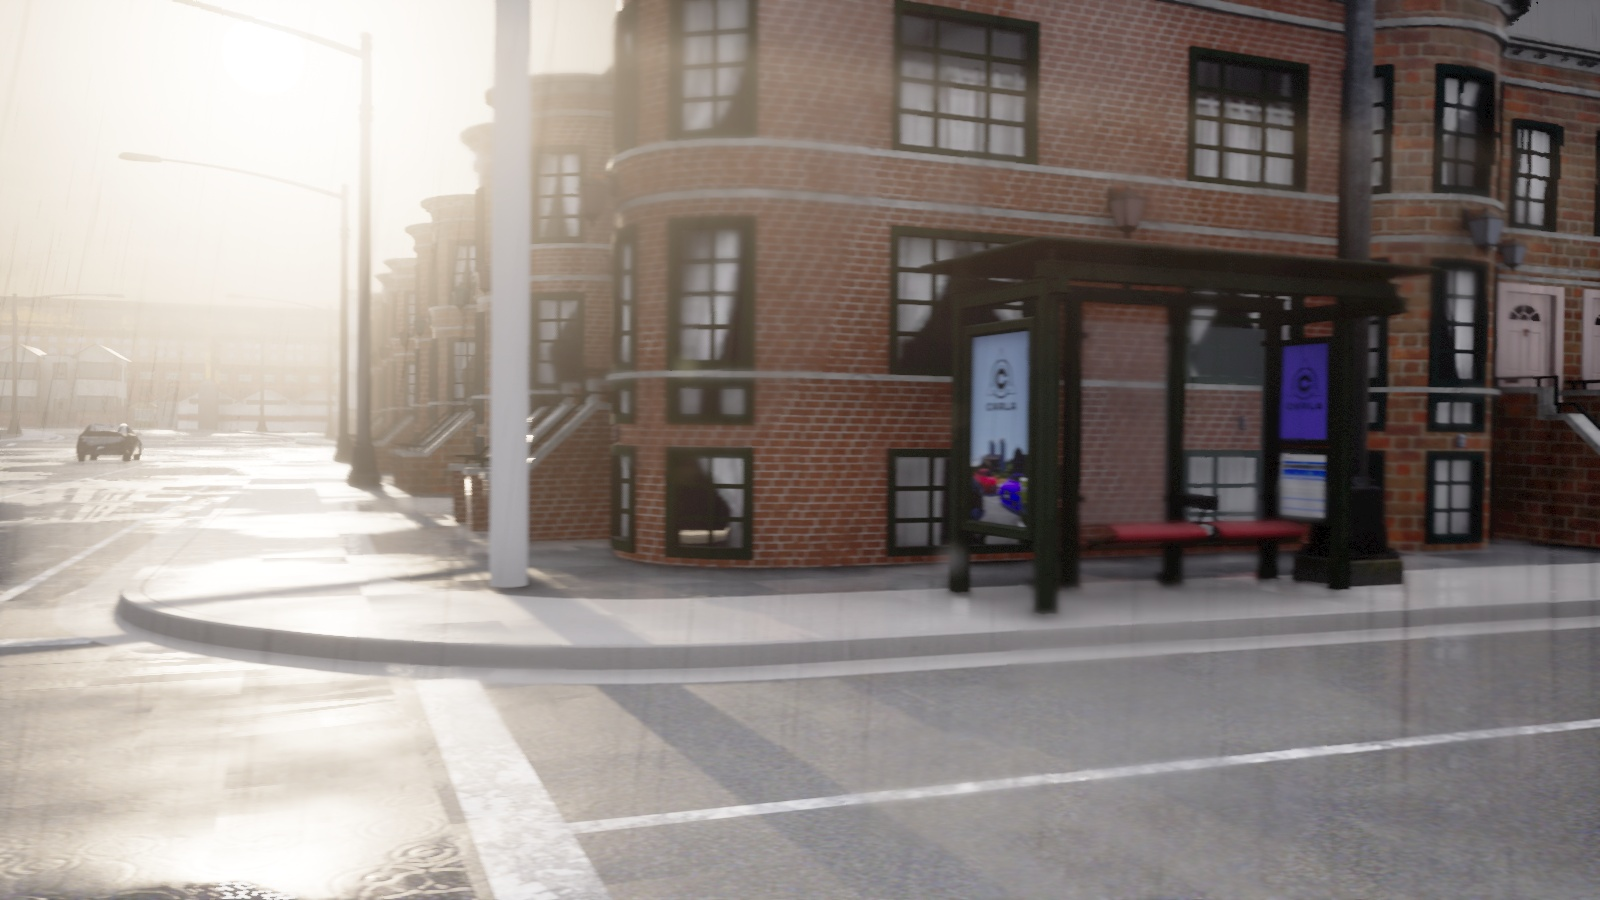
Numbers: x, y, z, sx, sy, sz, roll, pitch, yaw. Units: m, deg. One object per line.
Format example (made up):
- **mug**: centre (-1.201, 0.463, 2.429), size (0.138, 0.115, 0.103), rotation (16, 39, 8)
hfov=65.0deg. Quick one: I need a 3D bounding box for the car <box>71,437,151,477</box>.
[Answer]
- **car**: centre (-27.586, 0.232, 50.421), size (2.128, 1.511, 4.902), rotation (-1, 1, -21)
